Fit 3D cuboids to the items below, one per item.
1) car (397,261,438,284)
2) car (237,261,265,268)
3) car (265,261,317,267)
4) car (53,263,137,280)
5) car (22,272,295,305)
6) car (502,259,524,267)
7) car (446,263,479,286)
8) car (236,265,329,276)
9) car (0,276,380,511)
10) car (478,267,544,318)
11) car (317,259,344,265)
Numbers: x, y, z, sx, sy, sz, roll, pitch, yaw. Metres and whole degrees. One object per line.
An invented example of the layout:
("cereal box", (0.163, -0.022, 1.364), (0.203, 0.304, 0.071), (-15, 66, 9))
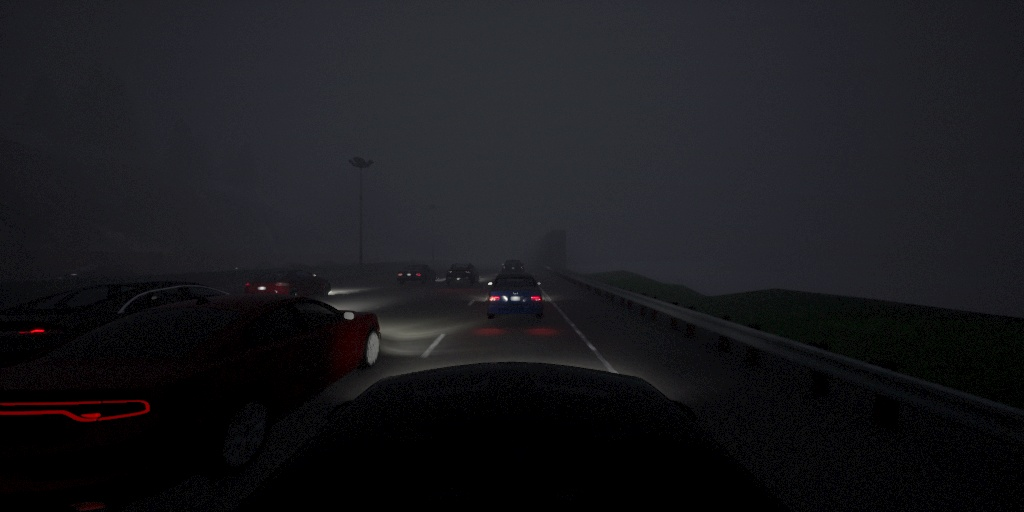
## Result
("car", (-6.902, 1.298, 26.526), (2.033, 1.411, 5.357), (0, 0, 0))
("car", (-28.083, 1.275, 39.517), (1.812, 1.442, 4.674), (0, 0, 0))
("car", (-21.095, 1.314, 34.424), (1.994, 1.385, 4.181), (0, 0, 0))
("car", (-31.596, 1.275, 27.389), (1.812, 1.442, 4.674), (0, 0, 0))
("car", (-6.900, 1.241, 7.068), (2.128, 1.511, 4.902), (0, 0, 0))
("car", (0.098, 1.103, 34.178), (2.097, 1.767, 4.553), (0, 0, 0))
("car", (-3.400, 1.242, 25.141), (2.128, 1.511, 4.902), (0, 0, 0))
("car", (-10.401, 1.314, 16.921), (1.994, 1.385, 4.181), (0, 0, 0))
("car", (-3.400, 1.228, 4.768), (1.882, 1.535, 5.008), (0, 0, 0))
("car", (0.101, 1.298, 13.021), (2.033, 1.411, 5.357), (0, 0, 0))
("car", (-24.579, 1.314, 47.402), (1.994, 1.385, 4.181), (0, 0, 0))
